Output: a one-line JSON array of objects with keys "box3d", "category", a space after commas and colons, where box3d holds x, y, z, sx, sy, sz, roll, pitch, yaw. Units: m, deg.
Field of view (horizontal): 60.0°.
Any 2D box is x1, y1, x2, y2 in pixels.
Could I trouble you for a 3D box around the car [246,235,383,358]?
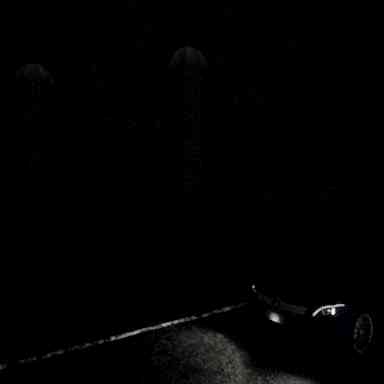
[{"box3d": [3.104, 1.585, 6.220, 4.674, 1.442, 1.812, 1, 0, -36], "category": "car"}]
